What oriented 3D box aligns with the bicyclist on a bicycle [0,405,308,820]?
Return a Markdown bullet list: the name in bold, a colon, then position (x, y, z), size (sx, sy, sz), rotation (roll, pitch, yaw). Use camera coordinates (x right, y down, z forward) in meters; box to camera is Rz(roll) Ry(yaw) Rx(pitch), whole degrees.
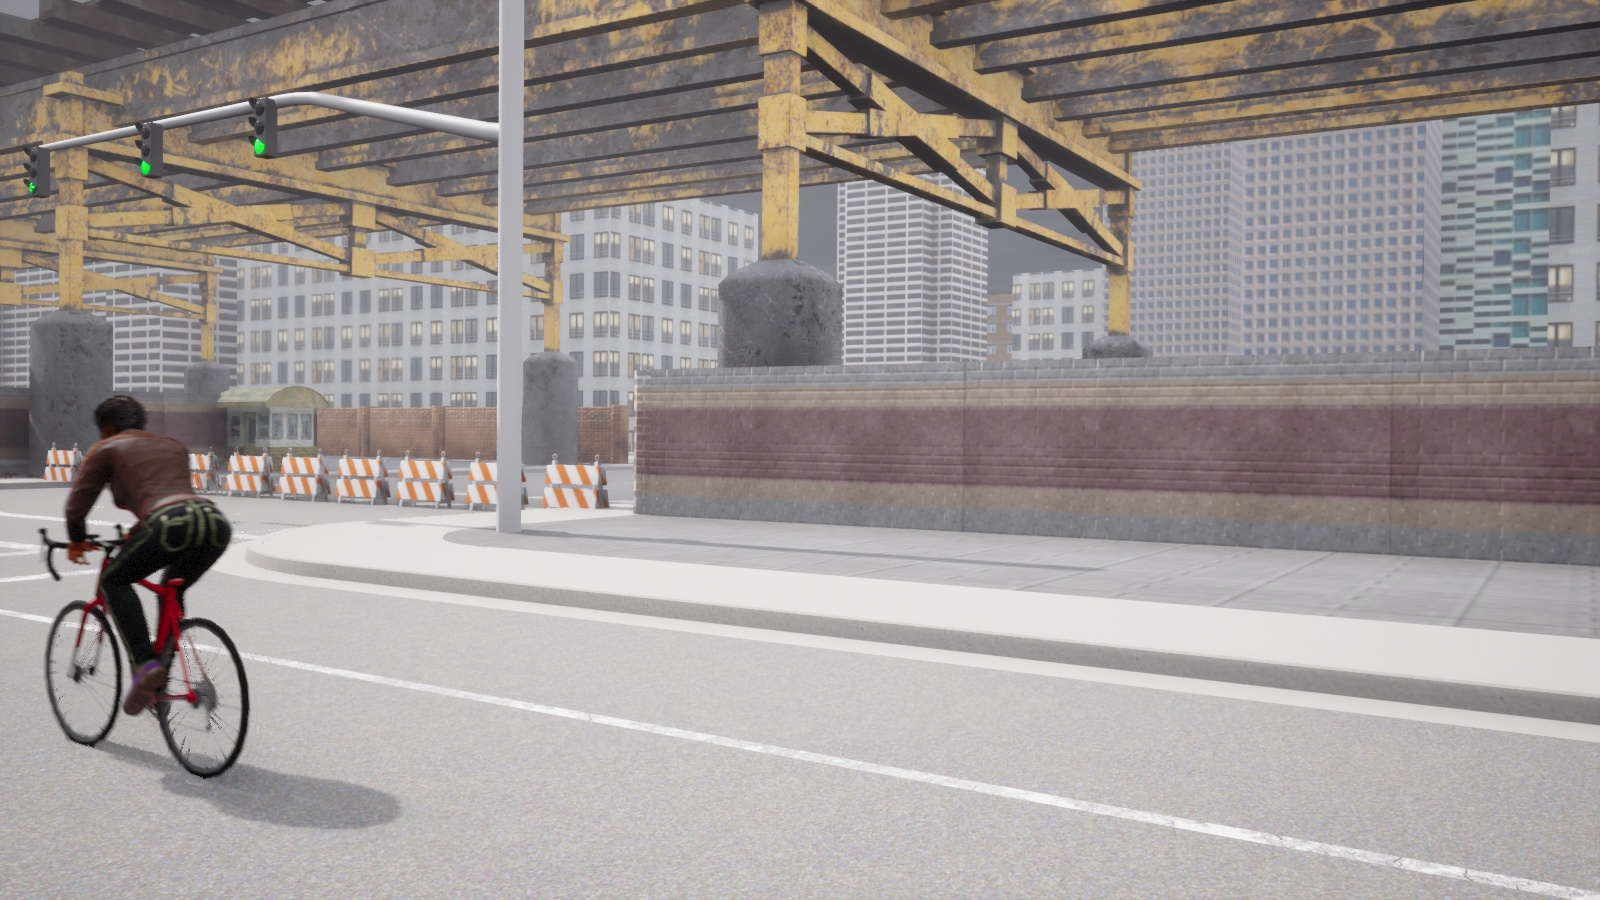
- **bicyclist on a bicycle**: position (-2.974, 0.635, 5.596), size (1.656, 1.620, 0.582), rotation (0, 1, 34)
